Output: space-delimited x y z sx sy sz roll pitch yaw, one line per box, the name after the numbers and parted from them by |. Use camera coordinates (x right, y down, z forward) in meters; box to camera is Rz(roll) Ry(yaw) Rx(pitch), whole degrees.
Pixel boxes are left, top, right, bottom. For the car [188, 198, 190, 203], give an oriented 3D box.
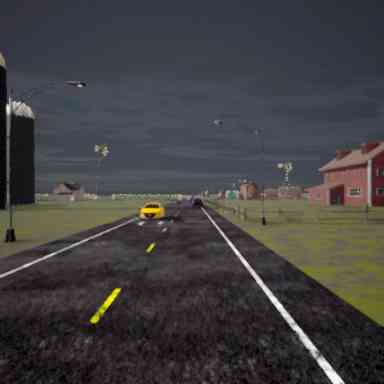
0.009 2.362 91.560 1.812 1.442 4.674 0 -1 0 | car

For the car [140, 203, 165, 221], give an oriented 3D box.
-3.584 1.745 30.722 1.882 1.535 5.008 0 -1 0 | car

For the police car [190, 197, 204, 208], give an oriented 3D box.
1.056 1.965 58.201 1.930 1.638 5.238 0 -1 0 | police car

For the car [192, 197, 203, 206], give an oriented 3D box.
1.056 1.997 68.063 2.097 1.767 4.553 0 -1 0 | car

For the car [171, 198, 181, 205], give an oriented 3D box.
-3.493 2.119 72.554 2.128 1.511 4.902 0 -1 0 | car
